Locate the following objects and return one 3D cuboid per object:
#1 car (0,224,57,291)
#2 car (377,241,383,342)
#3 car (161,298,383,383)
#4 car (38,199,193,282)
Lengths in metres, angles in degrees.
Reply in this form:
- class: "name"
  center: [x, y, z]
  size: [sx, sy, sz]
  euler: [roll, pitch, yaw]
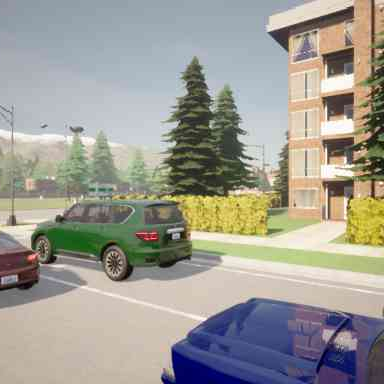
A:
- class: "car"
  center: [-5.385, 1.526, 7.779]
  size: [4.674, 1.442, 1.812]
  euler: [0, 0, 36]
- class: "car"
  center: [5.091, 1.564, 4.665]
  size: [4.181, 1.385, 1.994]
  euler: [0, 0, 35]
- class: "car"
  center: [2.054, 1.601, 2.531]
  size: [4.718, 1.301, 1.895]
  euler: [0, 0, 35]
- class: "car"
  center: [-2.580, 1.221, 10.071]
  size: [5.566, 2.045, 2.150]
  euler: [0, 0, 36]
